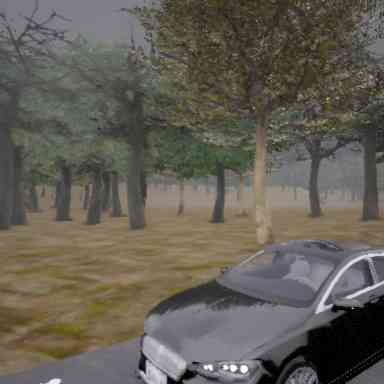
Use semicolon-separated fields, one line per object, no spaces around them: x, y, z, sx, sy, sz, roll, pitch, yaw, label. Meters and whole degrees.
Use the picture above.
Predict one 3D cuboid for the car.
1.636;1.487;4.604;4.902;1.511;2.128;0;0;-36;car
